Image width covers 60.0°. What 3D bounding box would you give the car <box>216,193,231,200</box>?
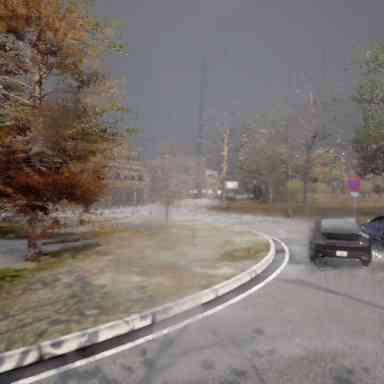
[{"bbox_3d":[8.900,1.481,92.806,1.994,1.385,4.181,0,1,17],"label":"car"}]

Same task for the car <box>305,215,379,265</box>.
[{"bbox_3d":[5.285,1.634,12.326,1.837,1.490,4.892,1,0,18],"label":"car"}]

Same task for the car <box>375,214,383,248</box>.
[{"bbox_3d":[9.022,1.671,14.796,1.812,1.442,4.674,0,-1,9],"label":"car"}]

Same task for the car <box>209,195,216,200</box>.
[{"bbox_3d":[6.112,1.521,94.784,2.128,1.511,4.902,0,1,17],"label":"car"}]
